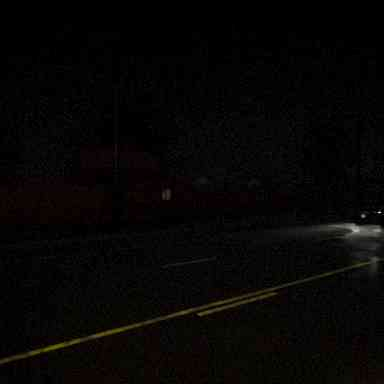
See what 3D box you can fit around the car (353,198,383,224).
[{"bbox_3d":[12.225,1.117,21.309,4.902,1.511,2.128,-2,1,-35],"label":"car"}]
